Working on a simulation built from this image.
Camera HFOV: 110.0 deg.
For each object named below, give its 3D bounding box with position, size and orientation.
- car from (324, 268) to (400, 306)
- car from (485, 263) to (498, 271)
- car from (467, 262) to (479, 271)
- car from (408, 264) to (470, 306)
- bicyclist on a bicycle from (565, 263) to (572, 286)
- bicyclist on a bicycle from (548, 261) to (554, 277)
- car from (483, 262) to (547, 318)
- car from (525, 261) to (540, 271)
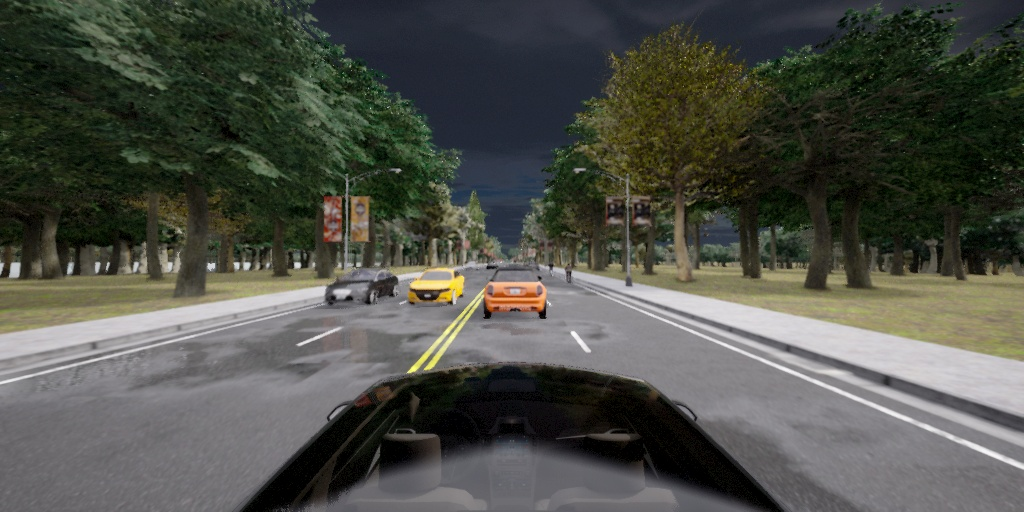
[{"bbox_3d":[-6.597,1.330,16.296,2.128,1.511,4.902,0,0,0],"label":"car"},{"bbox_3d":[-3.306,1.761,59.324,1.895,1.301,4.718,0,0,0],"label":"car"},{"bbox_3d":[-6.551,1.680,58.685,1.812,1.442,4.674,0,0,0],"label":"car"},{"bbox_3d":[-3.347,1.319,16.682,1.882,1.535,5.008,0,0,0],"label":"car"},{"bbox_3d":[4.143,1.358,26.191,0.582,1.620,1.656,0,-1,0],"label":"bicyclist on a bicycle"},{"bbox_3d":[4.144,1.362,38.112,0.659,1.776,1.843,0,0,0],"label":"bicyclist on a bicycle"},{"bbox_3d":[0.100,1.173,13.556,2.097,1.767,4.553,0,0,0],"label":"car"},{"bbox_3d":[3.354,1.643,58.582,2.128,1.511,4.902,0,-1,0],"label":"car"}]
